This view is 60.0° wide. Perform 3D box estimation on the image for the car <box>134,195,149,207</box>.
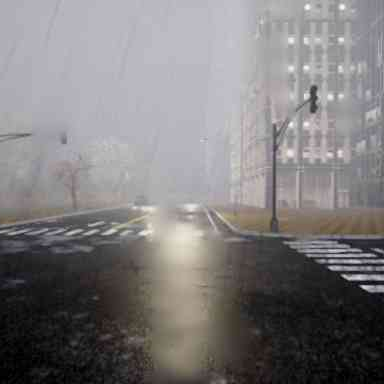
[{"bbox_3d":[-9.246,1.581,61.414,2.150,2.045,5.566,0,0,1],"label":"car"}]
